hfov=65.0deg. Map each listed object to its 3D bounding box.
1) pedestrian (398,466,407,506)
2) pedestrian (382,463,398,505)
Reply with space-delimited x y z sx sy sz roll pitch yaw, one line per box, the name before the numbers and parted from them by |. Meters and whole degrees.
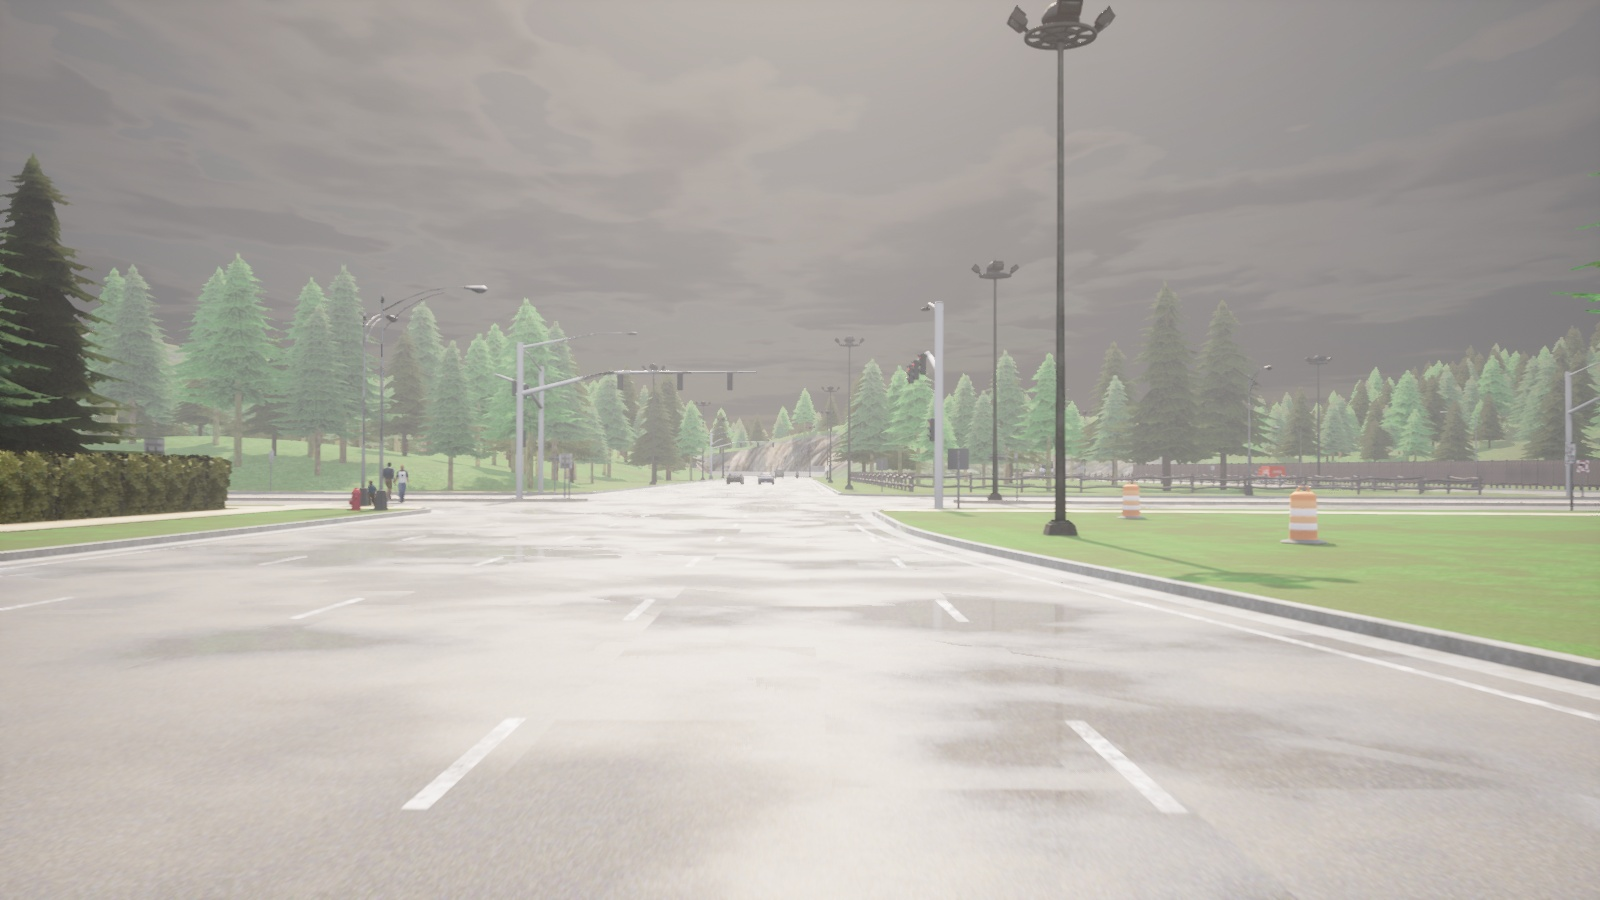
pedestrian | -18.450 1.654 58.339 0.354 1.836 0.706 0 -1 -14
pedestrian | -19.142 1.572 58.630 0.423 1.949 0.788 0 -1 2
